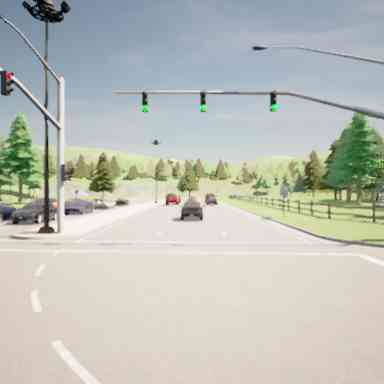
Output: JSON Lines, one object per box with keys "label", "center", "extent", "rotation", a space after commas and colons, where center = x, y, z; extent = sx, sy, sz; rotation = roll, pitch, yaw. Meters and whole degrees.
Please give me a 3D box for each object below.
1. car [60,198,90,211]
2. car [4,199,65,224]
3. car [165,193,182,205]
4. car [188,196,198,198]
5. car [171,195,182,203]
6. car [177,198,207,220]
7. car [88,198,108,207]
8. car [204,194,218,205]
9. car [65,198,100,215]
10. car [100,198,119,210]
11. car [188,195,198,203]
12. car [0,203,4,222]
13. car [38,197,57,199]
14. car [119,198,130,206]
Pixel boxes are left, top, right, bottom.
{"label": "car", "center": [-15.077, 1.510, 43.132], "extent": [2.128, 1.511, 4.902], "rotation": [0, 0, 0]}
{"label": "car", "center": [-11.602, 1.515, 24.916], "extent": [1.837, 1.490, 4.892], "rotation": [0, 0, 0]}
{"label": "car", "center": [-3.469, 1.246, 58.361], "extent": [2.150, 2.045, 5.566], "rotation": [0, 0, 1]}
{"label": "car", "center": [0.034, 1.502, 58.744], "extent": [1.882, 1.535, 5.008], "rotation": [0, 0, 1]}
{"label": "car", "center": [-3.248, 1.454, 69.106], "extent": [1.882, 1.535, 5.008], "rotation": [0, 0, 2]}
{"label": "car", "center": [-0.003, 1.516, 27.724], "extent": [1.837, 1.490, 4.892], "rotation": [0, 0, 0]}
{"label": "car", "center": [-15.003, 1.623, 53.275], "extent": [1.895, 1.301, 4.718], "rotation": [0, 0, 0]}
{"label": "car", "center": [3.530, 1.572, 58.328], "extent": [2.033, 1.411, 5.357], "rotation": [0, 0, 1]}
{"label": "car", "center": [-11.602, 1.562, 34.654], "extent": [2.033, 1.411, 5.357], "rotation": [0, 0, 0]}
{"label": "car", "center": [-11.582, 1.619, 44.239], "extent": [1.895, 1.301, 4.718], "rotation": [0, 0, 1]}
{"label": "car", "center": [0.251, 1.498, 69.014], "extent": [2.128, 1.511, 4.902], "rotation": [0, 0, 2]}
{"label": "car", "center": [-15.091, 1.575, 25.747], "extent": [1.994, 1.385, 4.181], "rotation": [0, 0, 1]}
{"label": "car", "center": [-15.097, 1.366, 34.254], "extent": [2.097, 1.767, 4.553], "rotation": [0, 0, 0]}
{"label": "car", "center": [-11.503, 1.624, 54.431], "extent": [1.895, 1.301, 4.718], "rotation": [0, 0, 0]}
